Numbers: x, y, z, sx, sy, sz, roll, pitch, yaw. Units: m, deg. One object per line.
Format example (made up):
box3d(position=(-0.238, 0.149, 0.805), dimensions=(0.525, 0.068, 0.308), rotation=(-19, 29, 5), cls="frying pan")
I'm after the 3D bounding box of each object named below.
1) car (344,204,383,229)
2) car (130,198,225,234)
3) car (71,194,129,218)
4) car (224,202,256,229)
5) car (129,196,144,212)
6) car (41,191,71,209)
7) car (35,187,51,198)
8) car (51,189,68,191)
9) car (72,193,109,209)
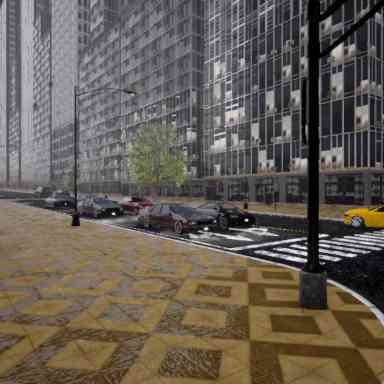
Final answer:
box3d(position=(11.159, 1.335, 18.410), dimensions=(5.008, 1.535, 1.882), rotation=(1, 3, 41), cls="car")
box3d(position=(-0.970, 1.292, 17.687), dimensions=(2.033, 1.411, 5.357), rotation=(0, 1, -38), cls="car")
box3d(position=(-7.188, 1.107, 25.614), dimensions=(2.033, 1.411, 5.357), rotation=(0, 1, -38), cls="car")
box3d(position=(1.721, 1.309, 19.523), dimensions=(1.994, 1.385, 4.181), rotation=(0, 1, -38), cls="car")
box3d(position=(-4.610, 1.082, 27.592), dimensions=(1.812, 1.442, 4.674), rotation=(0, 1, -38), cls="car")
box3d(position=(-13.397, 0.939, 33.562), dimensions=(1.994, 1.385, 4.181), rotation=(0, 1, -38), cls="car")
box3d(position=(-28.475, -0.026, 63.764), dimensions=(2.150, 2.045, 5.566), rotation=(0, 1, -38), cls="car")
box3d(position=(-25.349, 0.271, 65.040), dimensions=(1.837, 1.490, 4.892), rotation=(0, 1, -38), cls="car")
box3d(position=(-11.025, 0.913, 35.804), dimensions=(2.033, 1.411, 5.357), rotation=(0, 1, -38), cls="car")
